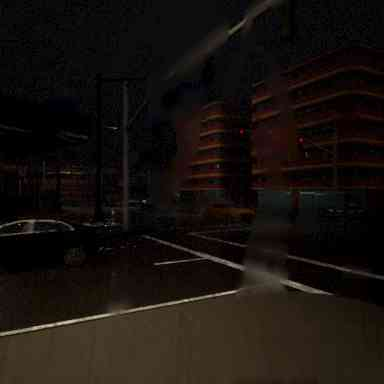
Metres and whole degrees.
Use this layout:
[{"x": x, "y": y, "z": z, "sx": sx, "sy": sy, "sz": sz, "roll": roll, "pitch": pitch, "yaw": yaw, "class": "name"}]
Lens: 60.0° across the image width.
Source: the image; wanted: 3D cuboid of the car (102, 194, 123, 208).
[{"x": -11.601, "y": 1.505, "z": 49.225, "sx": 1.837, "sy": 1.490, "sz": 4.892, "roll": 0, "pitch": 0, "yaw": -30, "class": "car"}]

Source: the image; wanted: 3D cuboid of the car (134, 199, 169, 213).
[{"x": -4.269, "y": 1.493, "z": 36.739, "sx": 2.128, "sy": 1.511, "sz": 4.902, "roll": 0, "pitch": 0, "yaw": -30, "class": "car"}]

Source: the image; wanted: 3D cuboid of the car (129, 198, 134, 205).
[{"x": -10.785, "y": 1.601, "z": 55.092, "sx": 1.895, "sy": 1.301, "sz": 4.718, "roll": 0, "pitch": 0, "yaw": -30, "class": "car"}]

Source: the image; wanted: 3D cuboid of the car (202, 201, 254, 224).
[{"x": 2.603, "y": 1.478, "z": 25.008, "sx": 1.882, "sy": 1.535, "sz": 5.008, "roll": 0, "pitch": 0, "yaw": -30, "class": "car"}]

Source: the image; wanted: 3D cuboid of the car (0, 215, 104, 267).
[{"x": -5.198, "y": 1.491, "z": 10.065, "sx": 4.902, "sy": 1.511, "sz": 2.128, "roll": 0, "pitch": 0, "yaw": -29, "class": "car"}]
